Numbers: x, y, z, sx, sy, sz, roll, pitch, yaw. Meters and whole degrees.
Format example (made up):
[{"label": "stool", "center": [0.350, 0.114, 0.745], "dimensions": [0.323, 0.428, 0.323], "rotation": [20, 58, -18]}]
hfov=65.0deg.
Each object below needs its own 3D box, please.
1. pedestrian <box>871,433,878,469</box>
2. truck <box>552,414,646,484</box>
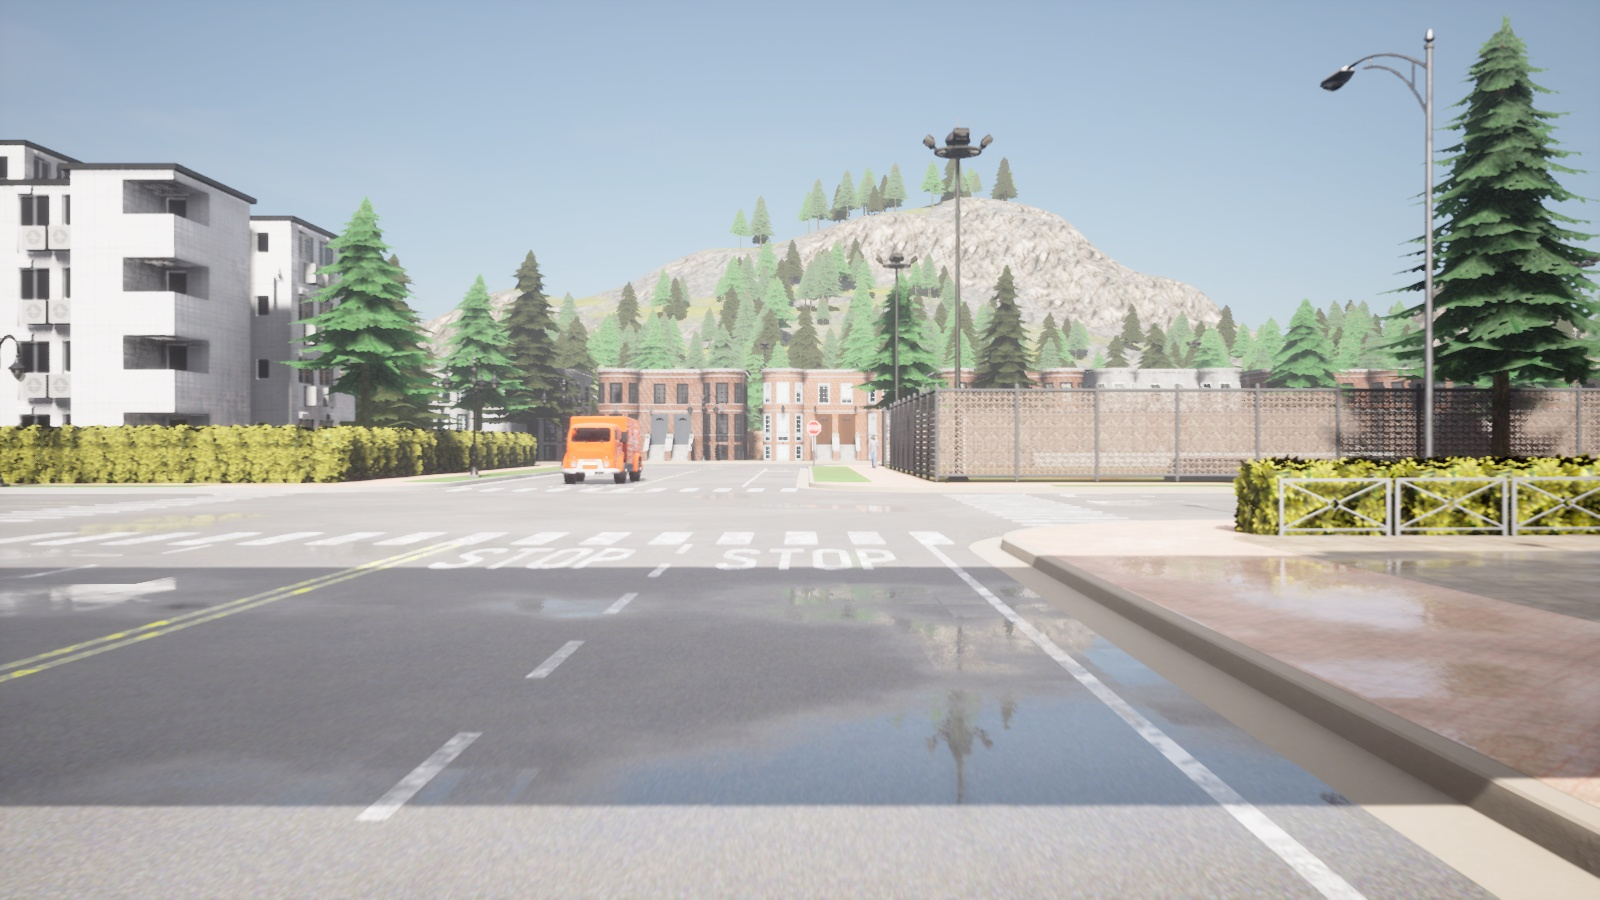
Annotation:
[{"label": "pedestrian", "center": [3.824, 0.034, 64.565], "dimensions": [0.354, 1.836, 0.706], "rotation": [0, 0, 0]}, {"label": "truck", "center": [-7.376, -0.016, 46.669], "dimensions": [2.627, 2.467, 5.204], "rotation": [0, 0, 0]}]
